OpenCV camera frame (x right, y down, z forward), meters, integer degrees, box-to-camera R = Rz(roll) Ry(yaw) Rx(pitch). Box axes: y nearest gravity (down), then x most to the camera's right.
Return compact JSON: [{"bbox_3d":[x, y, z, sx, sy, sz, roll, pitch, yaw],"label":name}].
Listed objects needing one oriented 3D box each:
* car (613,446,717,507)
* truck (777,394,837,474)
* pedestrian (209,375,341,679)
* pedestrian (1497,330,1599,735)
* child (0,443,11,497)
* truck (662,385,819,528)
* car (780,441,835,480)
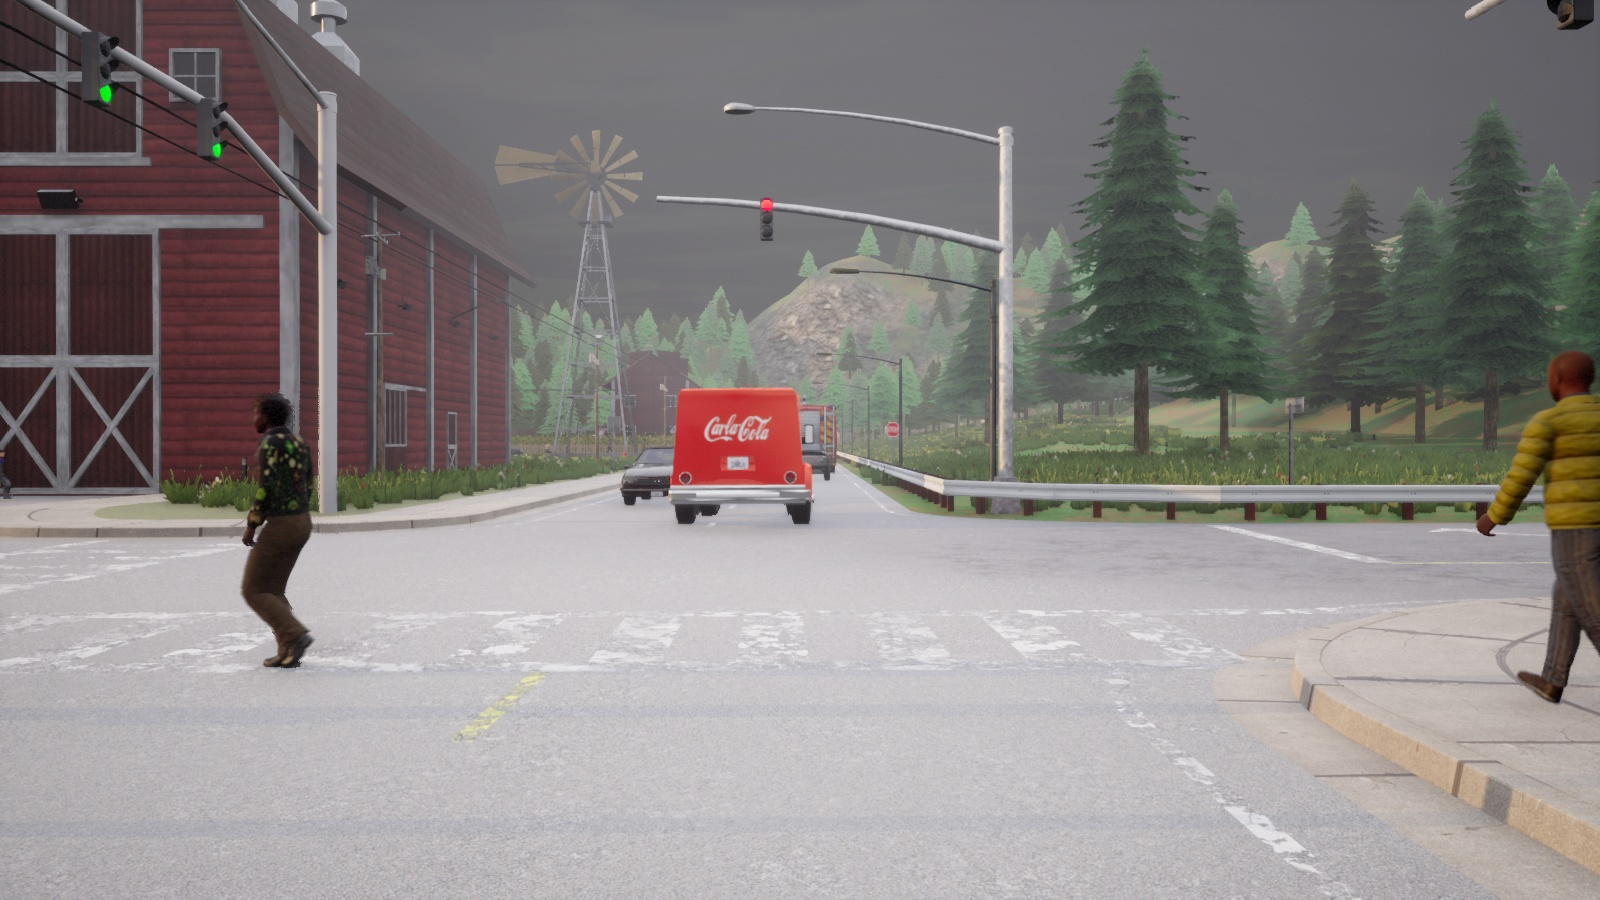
[{"bbox_3d":[-3.308,0.611,31.870,2.033,1.411,5.357,0,0,0],"label":"car"},{"bbox_3d":[0.373,-0.783,64.702,2.891,3.827,8.468,0,0,0],"label":"truck"},{"bbox_3d":[-3.423,0.488,8.205,0.692,1.930,0.395,0,0,8],"label":"pedestrian"},{"bbox_3d":[3.767,0.371,6.035,0.370,1.835,0.726,0,0,-7],"label":"pedestrian"},{"bbox_3d":[-18.870,0.464,29.568,0.437,1.263,0.270,0,0,8],"label":"child"},{"bbox_3d":[-0.993,0.117,24.420,2.627,2.467,5.204,0,0,2],"label":"truck"},{"bbox_3d":[0.299,0.412,51.518,2.128,1.511,4.902,0,0,0],"label":"car"}]
